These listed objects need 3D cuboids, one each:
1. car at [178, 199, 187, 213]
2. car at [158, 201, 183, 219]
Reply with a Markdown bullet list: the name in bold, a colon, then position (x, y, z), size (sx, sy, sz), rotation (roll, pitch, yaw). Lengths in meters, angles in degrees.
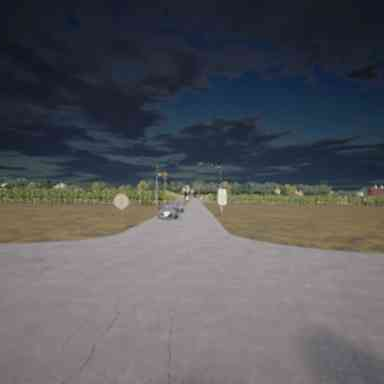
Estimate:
- **car**: position (-2.137, 1.965, 45.707), size (2.097, 1.767, 4.553), rotation (0, -1, 1)
- **car**: position (-2.321, 1.921, 33.648), size (2.128, 1.511, 4.902), rotation (0, -1, 1)
